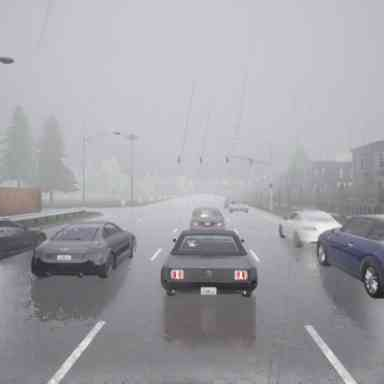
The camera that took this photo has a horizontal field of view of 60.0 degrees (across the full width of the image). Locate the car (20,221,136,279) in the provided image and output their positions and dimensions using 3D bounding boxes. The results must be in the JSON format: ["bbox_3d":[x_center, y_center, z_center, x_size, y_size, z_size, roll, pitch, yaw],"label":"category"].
[{"bbox_3d":[-3.019,1.561,10.091,1.994,1.385,4.181,0,0,3],"label":"car"}]

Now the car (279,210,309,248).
[{"bbox_3d":[5.136,1.521,14.608,1.812,1.442,4.674,0,0,2],"label":"car"}]

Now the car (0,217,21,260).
[{"bbox_3d":[-6.497,1.522,10.671,1.812,1.442,4.674,0,0,2],"label":"car"}]

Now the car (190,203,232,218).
[{"bbox_3d":[0.833,1.541,18.133,2.033,1.411,5.357,0,0,2],"label":"car"}]

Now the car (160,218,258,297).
[{"bbox_3d":[0.419,1.598,8.550,1.895,1.301,4.718,0,0,3],"label":"car"}]

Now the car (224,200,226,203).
[{"bbox_3d":[5.460,1.532,46.481,2.033,1.411,5.357,0,0,2],"label":"car"}]

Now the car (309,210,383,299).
[{"bbox_3d":[4.875,1.348,8.584,2.097,1.767,4.553,0,0,2],"label":"car"}]

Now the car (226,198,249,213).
[{"bbox_3d":[5.079,1.589,36.591,1.895,1.301,4.718,0,0,3],"label":"car"}]
